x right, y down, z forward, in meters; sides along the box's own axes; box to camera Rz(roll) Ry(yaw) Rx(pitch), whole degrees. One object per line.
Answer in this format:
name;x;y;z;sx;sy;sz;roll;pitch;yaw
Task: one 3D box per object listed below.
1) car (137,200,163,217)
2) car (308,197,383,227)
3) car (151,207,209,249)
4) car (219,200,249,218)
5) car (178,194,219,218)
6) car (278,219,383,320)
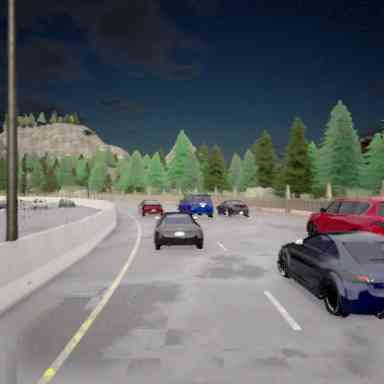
car;-4.044;1.457;31.692;1.882;1.535;5.008;0;0;-16
car;6.546;1.212;13.008;2.150;2.045;5.566;0;0;-5
car;-0.669;1.554;14.600;1.994;1.385;4.181;0;0;-6
car;3.586;1.485;30.236;1.837;1.490;4.892;0;0;-13
car;0.252;1.202;29.373;2.150;2.045;5.566;0;0;-14
car;3.393;1.559;7.458;1.994;1.385;4.181;0;0;-2
